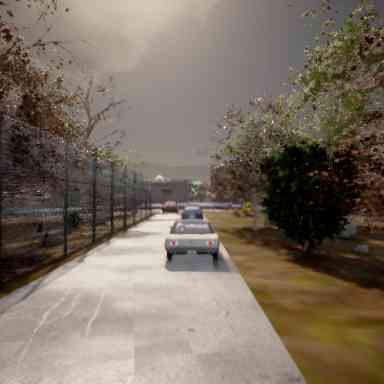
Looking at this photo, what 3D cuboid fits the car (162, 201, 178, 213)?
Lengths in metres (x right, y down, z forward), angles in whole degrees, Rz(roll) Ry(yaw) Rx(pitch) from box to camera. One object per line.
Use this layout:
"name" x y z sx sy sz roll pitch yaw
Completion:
"car" -2.768 1.904 42.797 1.882 1.535 5.008 0 -1 1

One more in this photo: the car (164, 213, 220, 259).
"car" 0.018 1.734 13.228 1.895 1.301 4.718 0 -1 0

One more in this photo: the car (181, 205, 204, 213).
"car" 0.027 1.814 28.881 1.812 1.442 4.674 0 0 0
